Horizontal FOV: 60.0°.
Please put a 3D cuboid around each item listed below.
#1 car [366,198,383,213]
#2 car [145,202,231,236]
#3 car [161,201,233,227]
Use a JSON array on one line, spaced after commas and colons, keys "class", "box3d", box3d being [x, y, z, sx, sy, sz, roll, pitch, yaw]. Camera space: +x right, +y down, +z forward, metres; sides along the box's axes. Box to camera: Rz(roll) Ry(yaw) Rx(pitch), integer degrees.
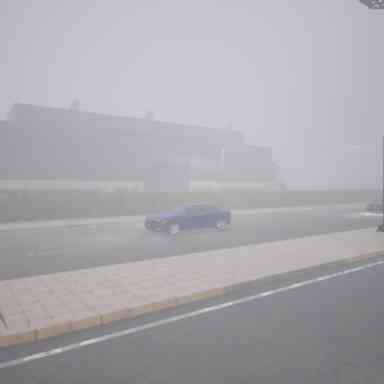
[{"class": "car", "box3d": [17.983, 1.216, 30.790, 4.181, 1.385, 1.994, -1, 0, -35]}, {"class": "car", "box3d": [-0.121, 1.360, 18.004, 5.008, 1.535, 1.882, -1, 1, -35]}, {"class": "car", "box3d": [0.408, 1.393, 22.557, 4.674, 1.442, 1.812, -1, 1, -35]}]
